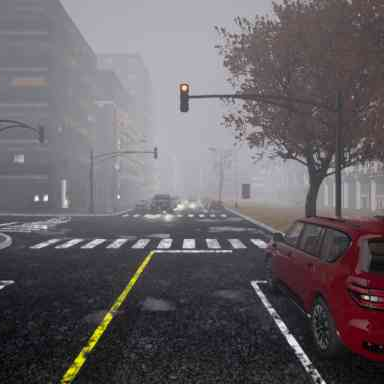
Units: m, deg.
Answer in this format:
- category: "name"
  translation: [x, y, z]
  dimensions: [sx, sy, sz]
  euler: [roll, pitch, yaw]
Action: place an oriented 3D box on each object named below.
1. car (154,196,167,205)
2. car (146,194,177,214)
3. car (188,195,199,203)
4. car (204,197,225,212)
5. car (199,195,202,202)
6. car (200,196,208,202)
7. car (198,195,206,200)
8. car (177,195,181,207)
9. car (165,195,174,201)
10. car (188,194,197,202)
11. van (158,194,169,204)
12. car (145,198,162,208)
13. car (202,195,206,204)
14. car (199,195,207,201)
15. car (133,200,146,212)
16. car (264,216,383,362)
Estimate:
- category: "car"
  translation: [-5.606, 1.475, 60.412]
  dimensions: [1.967, 1.590, 4.097]
  euler: [0, 0, 0]
- category: "car"
  translation: [-3.152, 1.232, 35.475]
  dimensions: [2.150, 2.045, 5.566]
  euler: [0, 0, 2]
- category: "car"
  translation: [0.194, 1.647, 69.299]
  dimensions: [1.895, 1.301, 4.718]
  euler: [0, 0, 0]
- category: "car"
  translation: [2.744, 1.556, 38.269]
  dimensions: [1.887, 1.381, 4.507]
  euler: [0, 0, 0]
- category: "car"
  translation: [2.782, 1.623, 65.932]
  dimensions: [1.802, 1.307, 4.206]
  euler: [0, 0, 0]
- category: "car"
  translation: [2.797, 1.582, 77.168]
  dimensions: [1.752, 1.417, 4.829]
  euler: [0, 0, 0]
- category: "car"
  translation: [2.820, 1.635, 93.596]
  dimensions: [2.008, 1.369, 4.403]
  euler: [0, 0, 0]
- category: "car"
  translation: [-3.020, 1.527, 48.049]
  dimensions: [1.837, 1.490, 4.892]
  euler: [0, -1, 0]
- category: "car"
  translation: [-5.576, 1.505, 82.542]
  dimensions: [1.967, 1.590, 4.097]
  euler: [0, 0, 0]
- category: "car"
  translation: [0.111, 1.415, 79.366]
  dimensions: [2.097, 1.767, 4.553]
  euler: [0, 0, 0]
- category: "van"
  translation: [-5.598, 1.383, 65.945]
  dimensions: [1.690, 1.788, 3.998]
  euler: [0, 0, 0]
- category: "car"
  translation: [-5.621, 1.572, 49.346]
  dimensions: [2.008, 1.369, 4.403]
  euler: [0, 0, 0]
- category: "car"
  translation: [2.759, 1.547, 49.504]
  dimensions: [1.752, 1.417, 4.829]
  euler: [0, 0, 0]
- category: "car"
  translation: [2.813, 1.619, 88.063]
  dimensions: [1.887, 1.381, 4.507]
  euler: [0, 0, 0]
- category: "car"
  translation: [-5.636, 1.562, 38.280]
  dimensions: [2.008, 1.369, 4.403]
  euler: [0, 0, 0]
- category: "car"
  translation: [2.700, 1.315, 5.881]
  dimensions: [2.192, 1.841, 5.009]
  euler: [0, 0, 0]
